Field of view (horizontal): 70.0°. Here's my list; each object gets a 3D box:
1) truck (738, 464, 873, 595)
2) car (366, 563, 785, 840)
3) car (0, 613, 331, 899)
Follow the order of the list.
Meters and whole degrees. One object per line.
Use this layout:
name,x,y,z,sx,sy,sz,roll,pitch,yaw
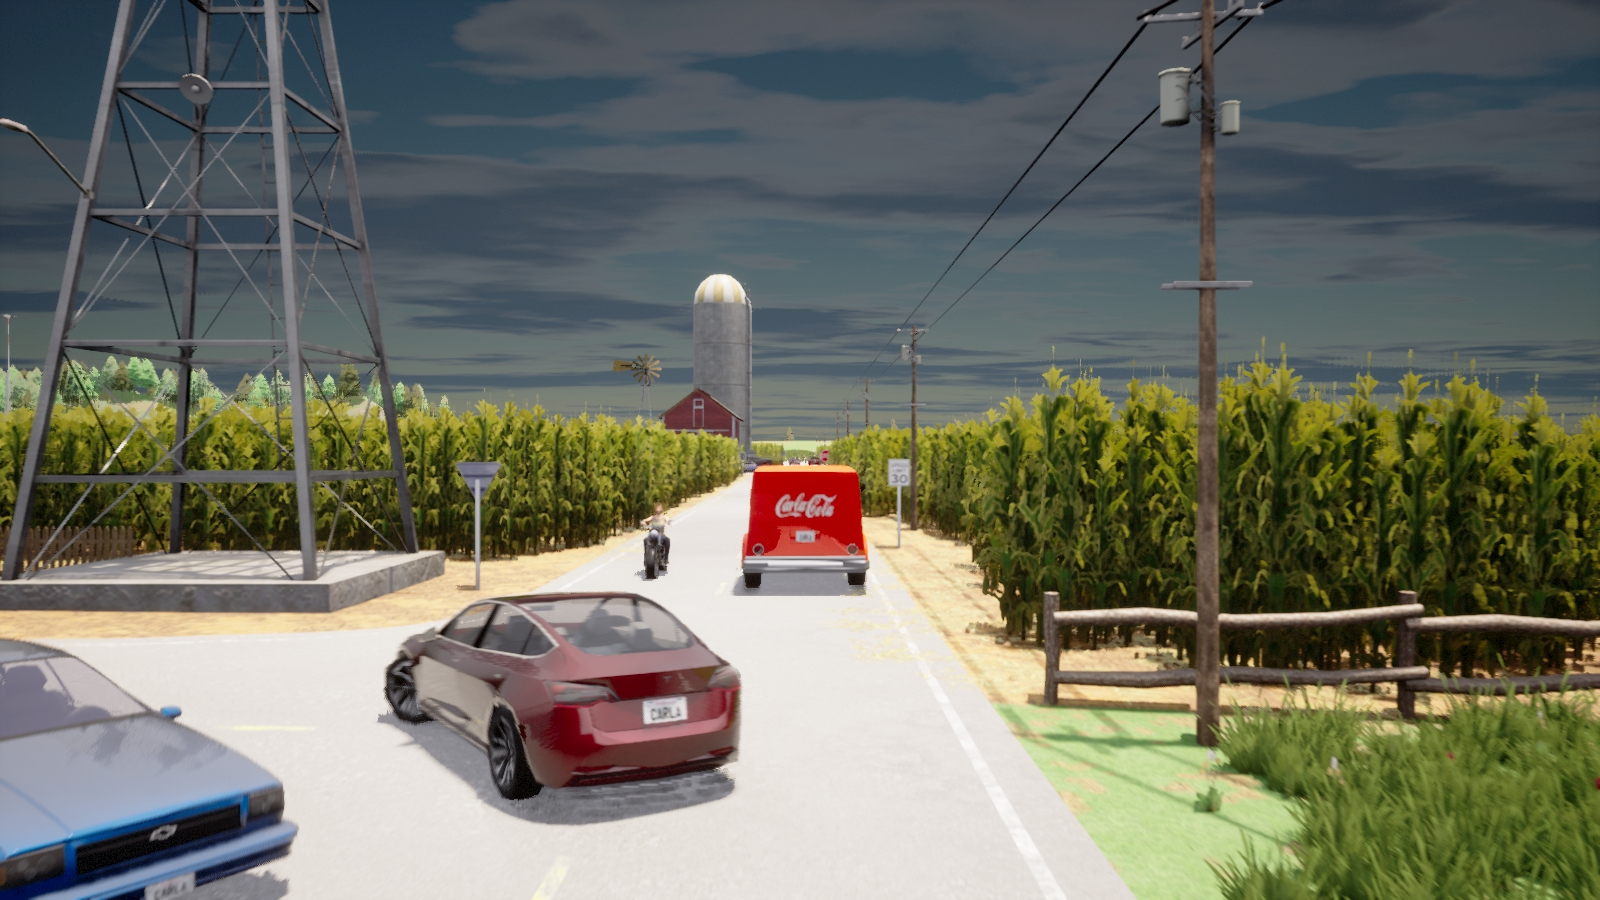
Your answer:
truck,0.082,1.571,24.737,2.627,2.467,5.204,0,0,-1
car,-2.361,2.047,10.726,2.163,1.488,4.792,1,-1,-34
car,-5.823,2.067,7.822,5.357,1.411,2.033,0,0,31
